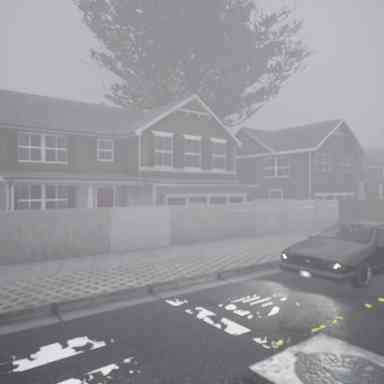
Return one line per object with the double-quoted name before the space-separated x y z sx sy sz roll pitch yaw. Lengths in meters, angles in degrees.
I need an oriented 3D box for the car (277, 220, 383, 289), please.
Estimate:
"car" 4.775 1.528 9.370 5.357 1.411 2.033 0 0 -37
